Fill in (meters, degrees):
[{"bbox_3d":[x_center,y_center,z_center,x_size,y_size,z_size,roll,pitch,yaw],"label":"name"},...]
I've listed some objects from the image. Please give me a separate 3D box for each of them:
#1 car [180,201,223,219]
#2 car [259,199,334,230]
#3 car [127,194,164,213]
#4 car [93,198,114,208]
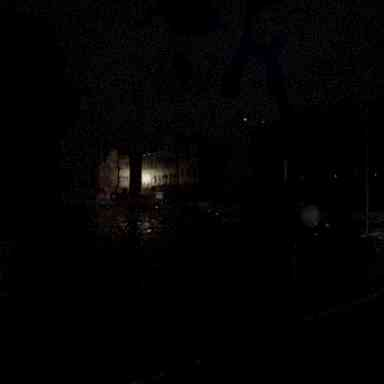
[{"bbox_3d":[0.685,1.511,28.684,1.812,1.442,4.674,0,0,-36],"label":"car"},{"bbox_3d":[6.396,1.319,20.751,2.097,1.767,4.553,0,0,-36],"label":"car"},{"bbox_3d":[-5.284,1.227,37.020,2.150,2.045,5.566,0,0,-36],"label":"car"},{"bbox_3d":[-12.781,1.557,47.604,1.812,1.442,4.674,0,-1,-35],"label":"car"}]
